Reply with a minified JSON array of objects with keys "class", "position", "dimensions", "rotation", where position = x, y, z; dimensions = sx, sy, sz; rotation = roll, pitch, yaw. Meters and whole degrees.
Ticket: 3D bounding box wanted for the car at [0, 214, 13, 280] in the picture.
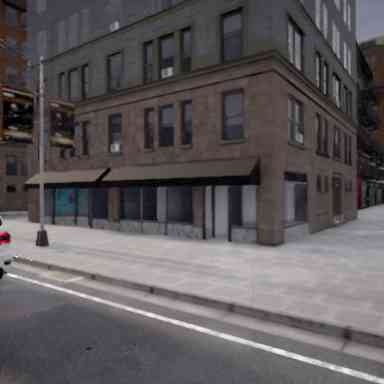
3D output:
[{"class":"car","position":[-6.781,1.239,8.514],"dimensions":[5.566,2.045,2.150],"rotation":[0,0,36]}]
